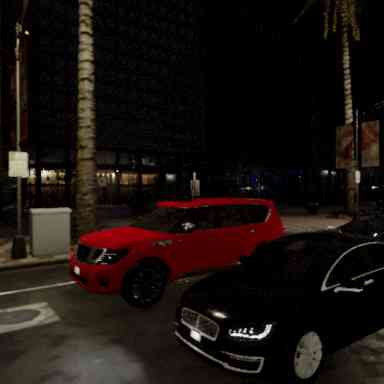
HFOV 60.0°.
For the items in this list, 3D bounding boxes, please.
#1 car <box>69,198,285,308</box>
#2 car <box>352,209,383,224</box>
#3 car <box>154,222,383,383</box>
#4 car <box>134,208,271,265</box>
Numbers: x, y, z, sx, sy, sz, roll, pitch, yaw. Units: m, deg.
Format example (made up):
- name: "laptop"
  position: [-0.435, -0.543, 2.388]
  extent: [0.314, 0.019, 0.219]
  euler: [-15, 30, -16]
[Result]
- name: "car"
  position: [-0.039, 1.193, 8.244]
  extent: [5.566, 2.045, 2.150]
  euler: [0, 0, -35]
- name: "car"
  position: [8.385, 1.454, 14.176]
  extent: [5.357, 1.411, 2.033]
  euler: [0, 0, -35]
- name: "car"
  position: [2.026, 1.477, 5.417]
  extent: [4.892, 1.490, 1.837]
  euler: [0, 0, -35]
- name: "car"
  position: [0.492, 1.467, 12.437]
  extent: [4.786, 1.482, 2.161]
  euler: [0, 0, -36]
